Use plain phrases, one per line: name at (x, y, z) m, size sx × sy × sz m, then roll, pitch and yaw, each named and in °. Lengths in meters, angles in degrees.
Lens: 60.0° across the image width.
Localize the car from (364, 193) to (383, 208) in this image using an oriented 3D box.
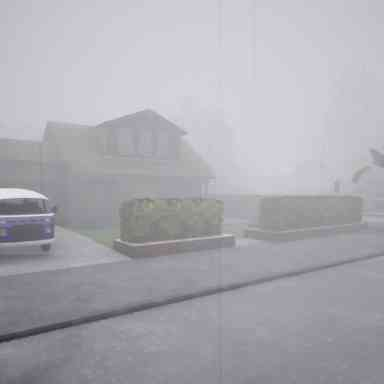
car at (23.118, 0.985, 40.284) m, size 3.866 × 1.878 × 1.905 m, roll 0°, pitch 0°, yaw 0°
